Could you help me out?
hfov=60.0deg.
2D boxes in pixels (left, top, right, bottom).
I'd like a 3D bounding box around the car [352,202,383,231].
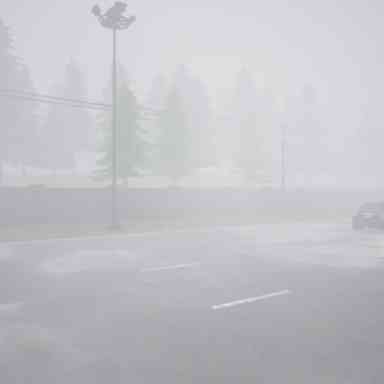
[{"bbox_3d":[11.374,1.341,19.194,4.553,1.767,2.097,0,0,-32],"label":"car"}]
